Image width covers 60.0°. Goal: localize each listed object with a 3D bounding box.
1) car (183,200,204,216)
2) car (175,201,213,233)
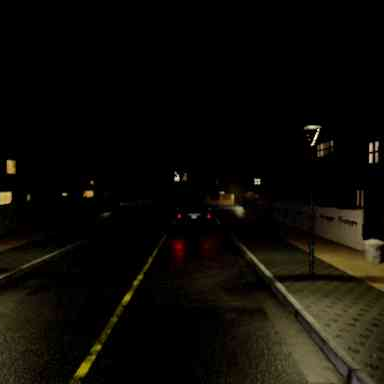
[{"bbox_3d":[0.123,1.563,32.946,1.994,1.385,4.181,0,0,0],"label":"car"},{"bbox_3d":[0.113,1.343,19.889,2.097,1.767,4.553,0,0,0],"label":"car"}]
